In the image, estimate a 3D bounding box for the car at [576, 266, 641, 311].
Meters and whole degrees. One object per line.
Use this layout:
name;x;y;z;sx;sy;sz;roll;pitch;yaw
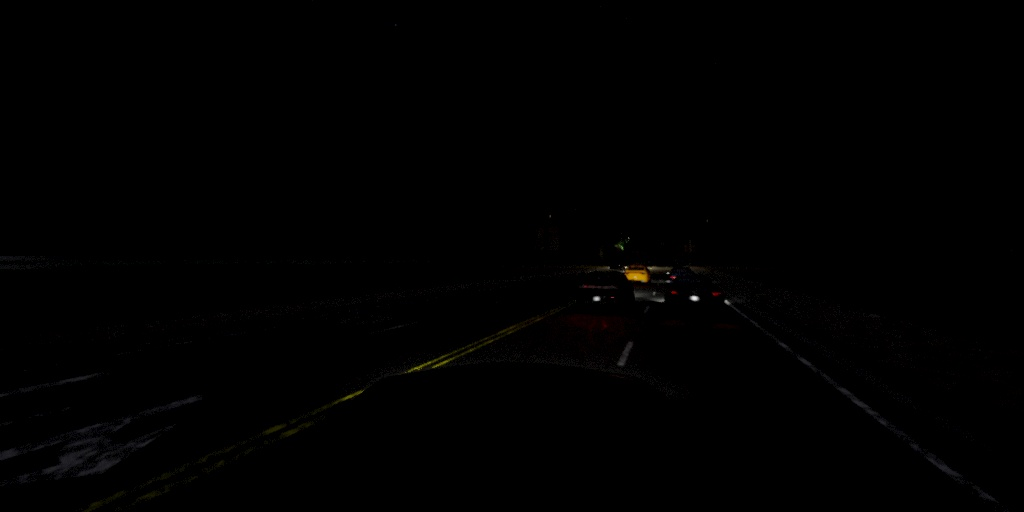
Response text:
car;4.120;1.385;15.460;2.128;1.511;4.902;0;-1;24

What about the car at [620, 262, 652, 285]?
car;10.481;1.516;29.858;1.882;1.535;5.008;0;0;24

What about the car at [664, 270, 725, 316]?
car;7.100;1.440;14.162;1.994;1.385;4.181;0;-1;24

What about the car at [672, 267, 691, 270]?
car;12.742;1.554;26.978;2.033;1.411;5.357;0;-1;24
